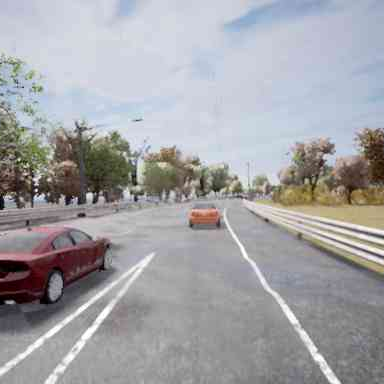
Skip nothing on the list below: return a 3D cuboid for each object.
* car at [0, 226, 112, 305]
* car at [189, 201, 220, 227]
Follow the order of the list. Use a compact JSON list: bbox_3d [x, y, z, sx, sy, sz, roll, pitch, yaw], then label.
[{"bbox_3d":[-3.651,1.614,8.535,1.882,1.535,5.008,-1,0,6],"label":"car"},{"bbox_3d":[0.967,1.513,24.312,2.097,1.767,4.553,-1,0,3],"label":"car"}]
